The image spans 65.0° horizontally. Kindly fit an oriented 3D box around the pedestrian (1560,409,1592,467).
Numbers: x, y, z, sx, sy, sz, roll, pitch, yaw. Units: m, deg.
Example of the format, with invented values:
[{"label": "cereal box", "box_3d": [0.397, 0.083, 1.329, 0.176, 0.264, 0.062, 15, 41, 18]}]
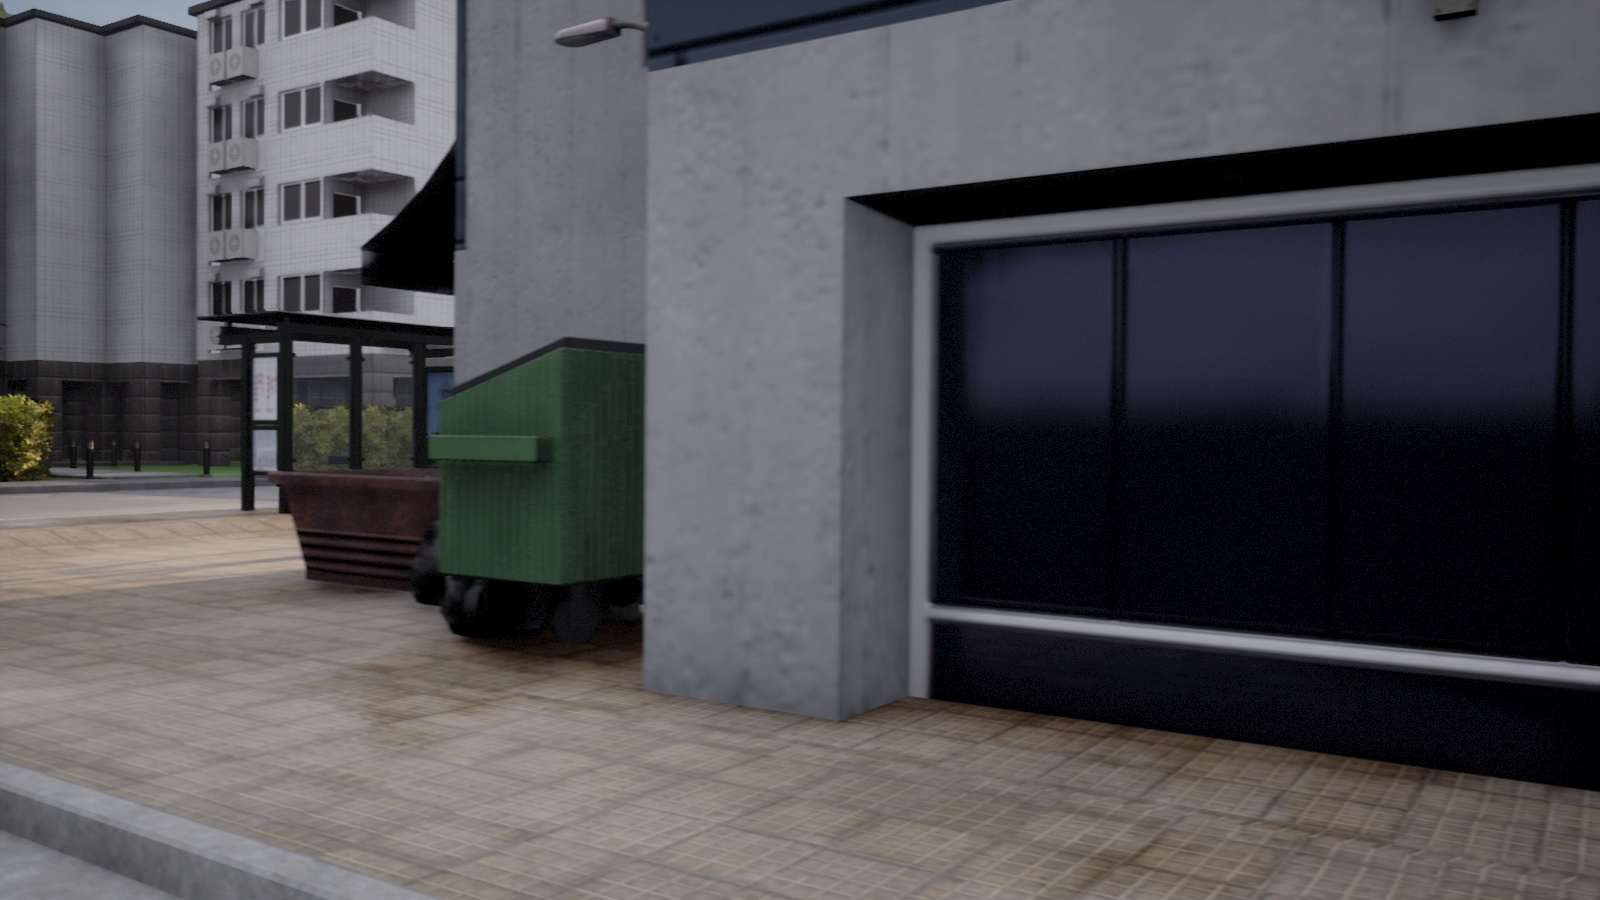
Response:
[{"label": "pedestrian", "box_3d": [25.159, -0.392, 40.730, 0.849, 1.883, 0.563, 0, 1, 36]}]
